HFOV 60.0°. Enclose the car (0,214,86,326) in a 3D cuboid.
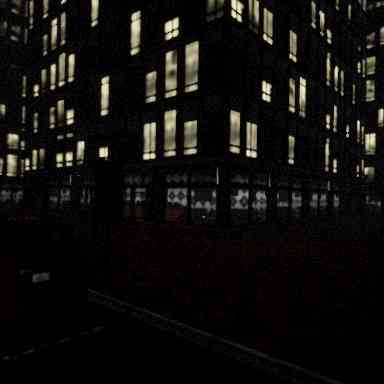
[{"bbox_3d":[-4.024,1.337,6.528,5.009,1.841,2.192,0,-1,42],"label":"car"}]
